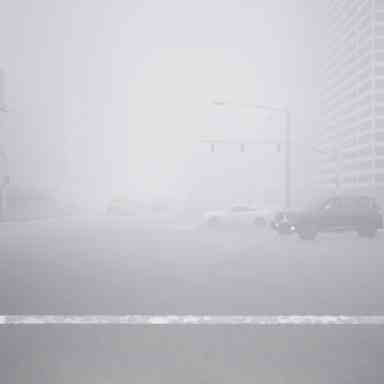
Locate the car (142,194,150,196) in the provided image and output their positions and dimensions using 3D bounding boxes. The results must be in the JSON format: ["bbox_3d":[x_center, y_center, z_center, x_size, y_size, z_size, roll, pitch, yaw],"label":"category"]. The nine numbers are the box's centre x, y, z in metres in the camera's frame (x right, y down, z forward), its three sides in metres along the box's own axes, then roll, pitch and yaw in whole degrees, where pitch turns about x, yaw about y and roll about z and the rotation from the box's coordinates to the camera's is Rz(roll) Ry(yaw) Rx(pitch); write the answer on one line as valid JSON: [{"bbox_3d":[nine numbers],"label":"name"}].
[{"bbox_3d":[-7.164,1.506,55.550,1.812,1.442,4.674,0,1,0],"label":"car"}]

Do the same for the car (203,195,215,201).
[{"bbox_3d":[3.402,1.328,64.917,2.097,1.767,4.553,0,0,0],"label":"car"}]

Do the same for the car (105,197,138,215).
[{"bbox_3d":[-7.174,1.340,33.227,2.097,1.767,4.553,0,0,1],"label":"car"}]

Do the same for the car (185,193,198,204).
[{"bbox_3d":[-0.097,1.198,64.138,2.150,2.045,5.566,0,0,0],"label":"car"}]

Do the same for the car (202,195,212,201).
[{"bbox_3d":[3.387,1.342,74.815,2.033,1.411,5.357,0,0,0],"label":"car"}]

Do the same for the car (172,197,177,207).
[{"bbox_3d":[-3.648,1.508,48.339,1.812,1.442,4.674,0,0,1],"label":"car"}]

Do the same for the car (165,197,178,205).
[{"bbox_3d":[-3.648,1.542,59.979,1.994,1.385,4.181,0,0,0],"label":"car"}]

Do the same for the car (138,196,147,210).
[{"bbox_3d":[-7.154,1.532,42.703,2.033,1.411,5.357,0,0,0],"label":"car"}]

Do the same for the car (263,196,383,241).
[{"bbox_3d":[6.681,1.218,16.494,5.566,2.045,2.150,0,-1,-16],"label":"car"}]

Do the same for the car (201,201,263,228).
[{"bbox_3d":[2.906,1.518,21.331,4.674,1.442,1.812,0,0,0],"label":"car"}]

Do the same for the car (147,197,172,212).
[{"bbox_3d":[-3.639,1.491,38.096,1.837,1.490,4.892,0,0,0],"label":"car"}]
